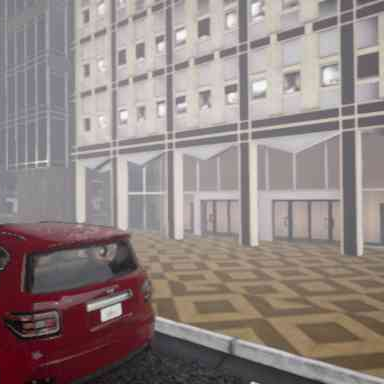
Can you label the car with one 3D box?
[{"bbox_3d":[-2.788,1.365,4.871,5.009,1.841,2.192,-1,-1,36],"label":"car"}]
